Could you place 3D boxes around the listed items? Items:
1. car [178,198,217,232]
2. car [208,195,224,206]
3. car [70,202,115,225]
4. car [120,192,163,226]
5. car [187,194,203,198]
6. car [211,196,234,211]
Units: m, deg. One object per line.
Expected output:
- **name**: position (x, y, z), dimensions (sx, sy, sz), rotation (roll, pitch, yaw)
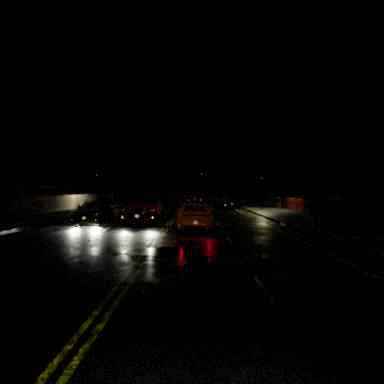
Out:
- **car**: position (0.201, 1.360, 19.168), dimensions (1.882, 1.535, 5.008), rotation (1, 0, 0)
- **car**: position (3.560, 1.284, 49.731), dimensions (2.033, 1.411, 5.357), rotation (1, 0, 0)
- **car**: position (-6.479, 1.352, 21.966), dimensions (1.994, 1.385, 4.181), rotation (1, 0, 0)
- **car**: position (-3.224, 1.044, 22.347), dimensions (2.150, 2.045, 5.566), rotation (1, 0, 0)
- **car**: position (0.377, 1.081, 44.979), dimensions (2.097, 1.767, 4.553), rotation (1, 0, 0)
- **car**: position (3.573, 1.374, 37.665), dimensions (1.994, 1.385, 4.181), rotation (1, 0, 0)
